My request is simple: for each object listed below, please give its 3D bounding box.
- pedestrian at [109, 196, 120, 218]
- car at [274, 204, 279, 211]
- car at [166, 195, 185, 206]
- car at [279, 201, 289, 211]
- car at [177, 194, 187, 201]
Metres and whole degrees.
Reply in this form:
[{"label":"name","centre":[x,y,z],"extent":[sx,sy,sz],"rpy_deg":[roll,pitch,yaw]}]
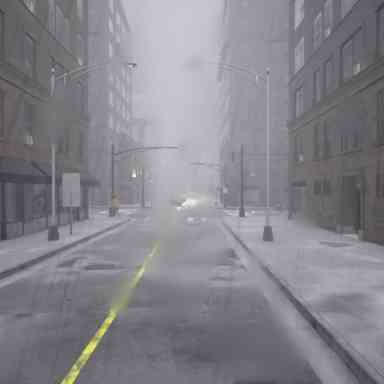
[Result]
[{"label":"pedestrian","centre":[-6.026,1.118,25.955],"extent":[0.375,1.860,0.375],"rpy_deg":[0,0,0]},{"label":"car","centre":[11.998,1.647,39.993],"extent":[4.206,1.307,1.802],"rpy_deg":[1,0,1]},{"label":"car","centre":[-2.702,1.272,51.035],"extent":[2.097,1.767,4.553],"rpy_deg":[0,0,2]},{"label":"car","centre":[12.804,1.583,37.404],"extent":[4.902,1.511,2.128],"rpy_deg":[1,0,1]},{"label":"car","centre":[-2.322,1.359,79.982],"extent":[2.128,1.511,4.902],"rpy_deg":[0,0,0]}]
